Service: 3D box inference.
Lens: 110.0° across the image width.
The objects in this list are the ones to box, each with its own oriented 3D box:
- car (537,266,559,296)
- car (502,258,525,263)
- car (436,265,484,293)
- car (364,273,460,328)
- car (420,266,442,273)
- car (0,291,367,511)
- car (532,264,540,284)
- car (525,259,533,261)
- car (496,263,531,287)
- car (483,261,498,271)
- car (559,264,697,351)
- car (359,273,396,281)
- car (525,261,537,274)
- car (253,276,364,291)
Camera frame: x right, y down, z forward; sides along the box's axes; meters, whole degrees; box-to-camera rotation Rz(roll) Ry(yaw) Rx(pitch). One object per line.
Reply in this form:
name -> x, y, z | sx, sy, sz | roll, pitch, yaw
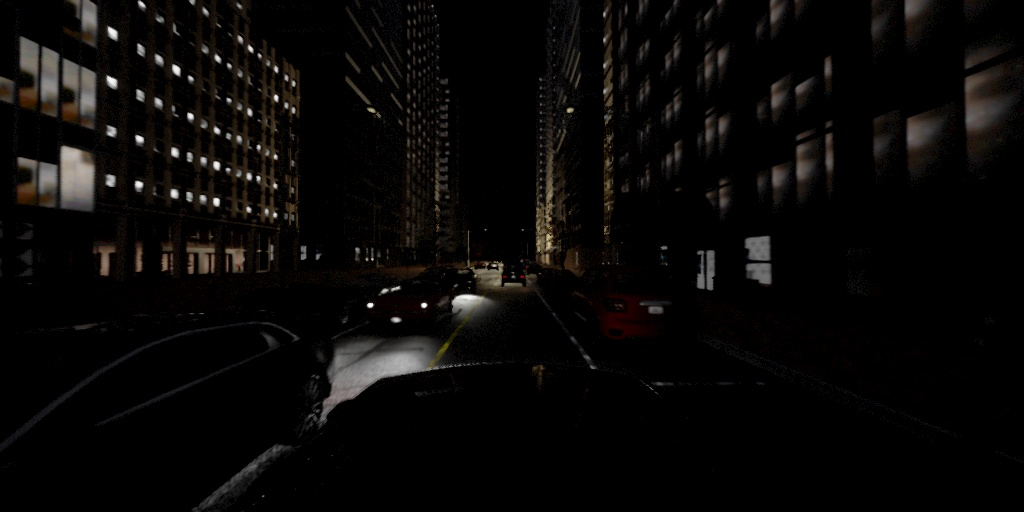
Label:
car -> 2.686, 1.425, 20.392 | 1.888, 1.381, 4.507 | 0, 0, 0
car -> 0.082, 1.249, 41.155 | 2.150, 2.045, 5.566 | 0, 0, 0
car -> -3.063, 1.460, 21.860 | 1.994, 1.385, 4.181 | 0, 0, 0
car -> -3.092, 1.427, 11.834 | 1.895, 1.301, 4.718 | 0, 0, 0
car -> -5.698, 1.510, 25.990 | 1.802, 1.307, 4.207 | 0, 0, 0
car -> -3.096, 1.251, 2.498 | 2.128, 1.511, 4.902 | 0, 0, 0
car -> 2.682, 1.501, 26.033 | 1.802, 1.307, 4.207 | 0, 0, 0
car -> 2.669, 1.512, 48.599 | 1.967, 1.591, 4.097 | 0, 0, 0
car -> 0.096, 1.474, 26.673 | 2.033, 1.411, 5.357 | 0, 0, 0
car -> -3.066, 1.691, 58.170 | 2.033, 1.411, 5.357 | 0, 0, 1
car -> 2.692, 1.115, 9.110 | 2.192, 1.841, 5.009 | 0, 0, 0
car -> -5.692, 1.399, 14.705 | 2.007, 1.370, 4.403 | 0, 0, 0
car -> 2.672, 1.579, 42.958 | 1.888, 1.381, 4.507 | 0, 0, 0
car -> -5.688, 1.375, 9.062 | 1.948, 1.339, 4.313 | 0, 0, 0
